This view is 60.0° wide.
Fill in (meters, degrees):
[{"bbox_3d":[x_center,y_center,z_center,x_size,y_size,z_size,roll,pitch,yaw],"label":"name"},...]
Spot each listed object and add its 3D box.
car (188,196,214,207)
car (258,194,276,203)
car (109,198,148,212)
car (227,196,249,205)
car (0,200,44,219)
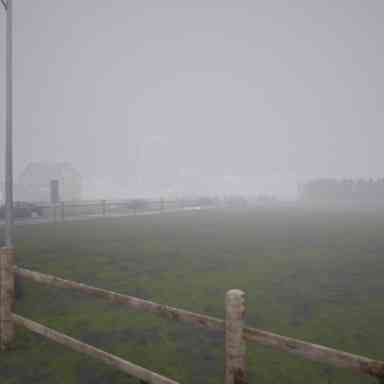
[{"bbox_3d":[1.387,1.327,48.378,1.837,1.490,4.892,-1,0,35],"label":"car"},{"bbox_3d":[13.892,1.063,61.420,2.097,1.767,4.553,-1,0,36],"label":"car"},{"bbox_3d":[-6.897,1.382,36.384,2.128,1.511,4.902,-1,0,35],"label":"car"},{"bbox_3d":[7.171,1.336,51.634,1.994,1.385,4.181,-1,0,35],"label":"car"},{"bbox_3d":[-14.165,1.422,25.882,1.882,1.535,5.008,-1,0,36],"label":"car"}]
